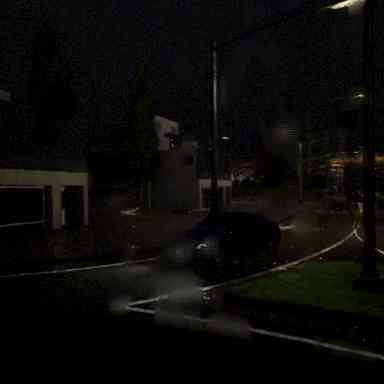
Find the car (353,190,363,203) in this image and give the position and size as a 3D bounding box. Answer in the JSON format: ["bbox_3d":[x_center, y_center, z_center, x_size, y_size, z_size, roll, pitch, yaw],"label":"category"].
[{"bbox_3d":[24.364,0.880,51.088,1.812,1.442,4.674,0,1,-6],"label":"car"}]

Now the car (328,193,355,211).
[{"bbox_3d":[15.038,1.118,33.812,2.033,1.411,5.357,0,1,28],"label":"car"}]

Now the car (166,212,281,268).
[{"bbox_3d":[1.251,1.414,11.075,1.812,1.442,4.674,0,1,44],"label":"car"}]
